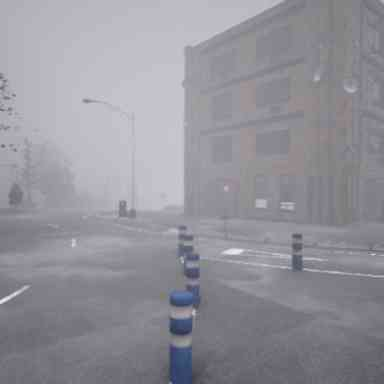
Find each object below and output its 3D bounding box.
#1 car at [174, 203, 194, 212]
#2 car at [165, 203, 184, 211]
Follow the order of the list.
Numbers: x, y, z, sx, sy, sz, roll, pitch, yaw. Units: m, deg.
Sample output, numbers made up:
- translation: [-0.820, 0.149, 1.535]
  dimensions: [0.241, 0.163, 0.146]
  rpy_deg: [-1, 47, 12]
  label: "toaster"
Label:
- translation: [-1.379, 2.701, 58.209]
  dimensions: [2.163, 1.488, 4.792]
  rpy_deg: [1, -3, 15]
  label: "car"
- translation: [-2.815, 2.418, 52.911]
  dimensions: [2.002, 1.452, 4.674]
  rpy_deg: [2, -2, 15]
  label: "car"
